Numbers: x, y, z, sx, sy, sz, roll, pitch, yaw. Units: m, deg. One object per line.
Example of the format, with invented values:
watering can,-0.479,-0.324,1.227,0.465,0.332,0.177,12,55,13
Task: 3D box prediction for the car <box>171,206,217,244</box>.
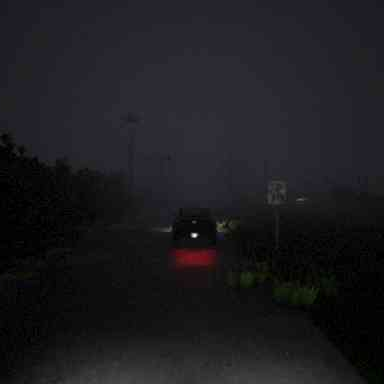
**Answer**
car,0.099,1.423,15.411,1.837,1.490,4.892,0,0,0
